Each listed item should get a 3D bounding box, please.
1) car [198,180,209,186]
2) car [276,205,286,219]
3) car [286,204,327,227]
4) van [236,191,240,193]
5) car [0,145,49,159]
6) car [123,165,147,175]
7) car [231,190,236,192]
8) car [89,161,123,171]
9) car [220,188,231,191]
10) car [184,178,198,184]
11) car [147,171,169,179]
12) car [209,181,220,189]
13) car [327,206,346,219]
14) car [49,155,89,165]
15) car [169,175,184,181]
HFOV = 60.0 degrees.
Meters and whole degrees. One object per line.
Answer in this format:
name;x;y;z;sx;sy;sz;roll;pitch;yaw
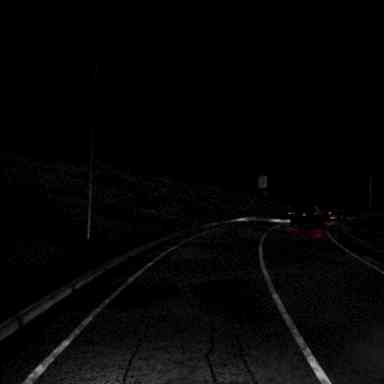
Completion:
car;1.068;-1.620;68.046;2.185;1.767;4.553;0;-4;25
car;10.669;2.143;36.258;1.882;1.535;5.008;-1;-2;33
car;9.085;1.733;26.144;2.097;1.767;4.553;0;-1;26
van;11.501;0.435;93.799;1.878;1.987;4.442;0;-5;20
car;-17.900;-3.900;34.171;2.231;1.521;4.892;-1;-4;34
car;-9.173;-3.015;48.287;2.185;1.767;4.553;0;-4;31
car;9.560;0.217;88.468;2.002;1.452;4.674;0;-5;21
car;-11.975;-3.229;43.529;2.097;1.535;5.008;-1;-4;32
car;7.595;-0.234;83.305;2.002;1.452;4.674;0;-4;22
car;-1.359;-1.862;62.964;2.231;1.521;4.892;0;-4;27
car;-6.392;-2.509;53.271;2.163;1.488;4.792;0;-4;29
car;3.390;-1.357;73.148;2.435;2.045;5.566;0;-4;24
car;16.475;2.359;38.549;1.994;1.385;4.181;-1;-2;36
car;-14.888;-3.528;38.816;2.002;1.452;4.674;-1;-4;33
car;-3.802;-2.159;58.133;2.002;1.452;4.674;0;-4;28
